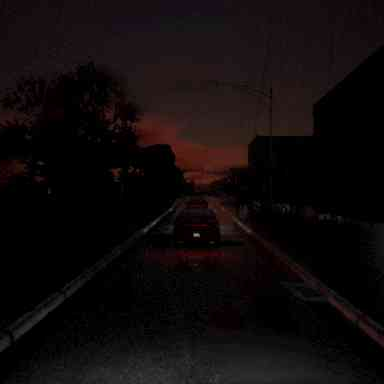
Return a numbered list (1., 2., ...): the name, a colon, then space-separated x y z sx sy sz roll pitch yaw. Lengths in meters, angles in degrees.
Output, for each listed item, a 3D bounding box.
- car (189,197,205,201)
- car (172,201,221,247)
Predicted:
1. car: 0.431 1.250 29.675 1.837 1.490 4.892 0 1 1
2. car: 0.204 1.399 14.658 1.882 1.535 5.008 0 1 1
